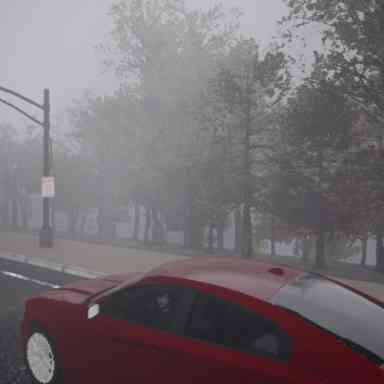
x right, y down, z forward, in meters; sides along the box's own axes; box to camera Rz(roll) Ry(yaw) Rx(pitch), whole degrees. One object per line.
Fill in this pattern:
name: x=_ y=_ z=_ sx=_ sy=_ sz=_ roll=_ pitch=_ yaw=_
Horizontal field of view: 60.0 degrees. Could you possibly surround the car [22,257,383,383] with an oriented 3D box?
car: x=0.118 y=1.476 z=3.598 sx=5.008 sy=1.535 sz=1.882 roll=0 pitch=0 yaw=35
